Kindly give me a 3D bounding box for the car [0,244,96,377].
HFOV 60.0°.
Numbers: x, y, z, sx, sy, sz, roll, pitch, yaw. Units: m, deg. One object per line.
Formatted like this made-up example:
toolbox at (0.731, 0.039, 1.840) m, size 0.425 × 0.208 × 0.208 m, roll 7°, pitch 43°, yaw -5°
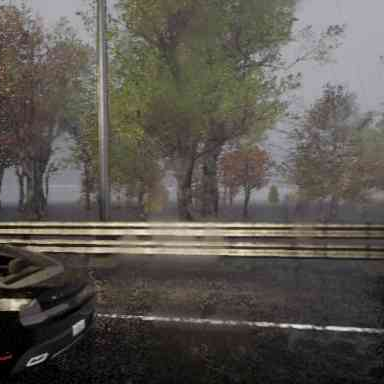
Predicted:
car at (-3.842, 1.529, 4.728) m, size 4.892 × 1.490 × 1.837 m, roll -1°, pitch 0°, yaw 10°
